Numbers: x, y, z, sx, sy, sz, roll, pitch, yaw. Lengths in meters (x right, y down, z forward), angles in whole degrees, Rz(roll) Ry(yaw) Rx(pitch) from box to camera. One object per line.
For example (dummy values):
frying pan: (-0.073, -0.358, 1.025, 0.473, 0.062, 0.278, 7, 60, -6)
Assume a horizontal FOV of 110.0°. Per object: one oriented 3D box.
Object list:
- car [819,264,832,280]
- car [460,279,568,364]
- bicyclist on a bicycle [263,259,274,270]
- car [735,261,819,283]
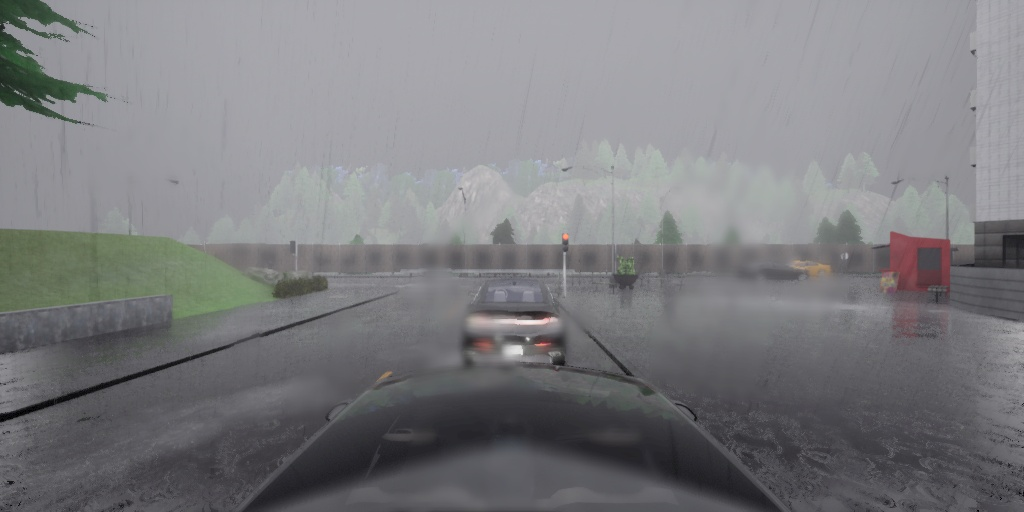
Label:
car: (24.889, 1.224, 31.223, 5.008, 1.535, 1.882, 0, 0, 0)
car: (0.053, 1.241, 7.923, 2.128, 1.511, 4.902, 0, 0, 0)
bicyclist on a bicycle: (-24.027, 1.095, 35.400, 0.582, 1.620, 1.656, 0, 0, 0)
car: (19.635, 1.224, 27.046, 5.008, 1.535, 1.882, 0, 0, 0)
